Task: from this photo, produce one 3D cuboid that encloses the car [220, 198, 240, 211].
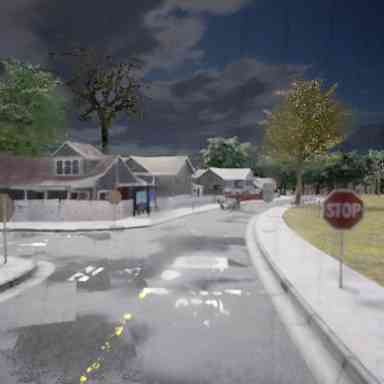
[{"bbox_3d":[4.858,1.522,42.124,2.128,1.511,4.902,1,1,20],"label":"car"}]
